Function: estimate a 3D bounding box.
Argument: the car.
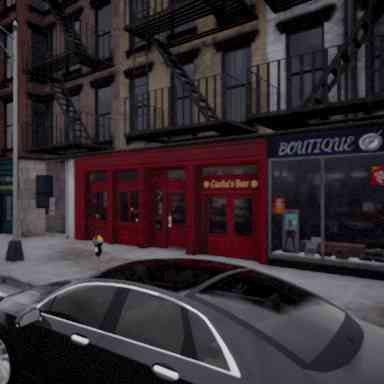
[{"bbox_3d":[-0.443,1.510,3.606,4.892,1.490,1.837,0,0,36],"label":"car"}]
